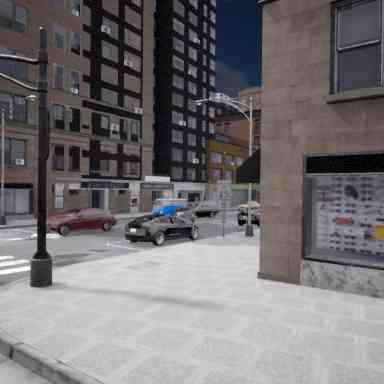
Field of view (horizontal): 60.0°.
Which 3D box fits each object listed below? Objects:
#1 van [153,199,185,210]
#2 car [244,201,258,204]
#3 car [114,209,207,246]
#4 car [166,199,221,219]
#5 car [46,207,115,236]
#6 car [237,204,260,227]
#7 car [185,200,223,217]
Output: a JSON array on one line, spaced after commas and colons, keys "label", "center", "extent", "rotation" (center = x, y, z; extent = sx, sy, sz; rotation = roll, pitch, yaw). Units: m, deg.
[{"label": "van", "center": [-1.905, 1.500, 30.372], "extent": [1.690, 1.788, 3.998], "rotation": [0, 0, 36]}, {"label": "car", "center": [7.617, 1.822, 43.624], "extent": [1.752, 1.417, 4.829], "rotation": [0, 0, 36]}, {"label": "car", "center": [-1.402, 1.763, 16.469], "extent": [1.947, 1.339, 4.313], "rotation": [0, 0, 36]}, {"label": "car", "center": [0.321, 1.689, 29.063], "extent": [2.128, 1.511, 4.902], "rotation": [1, 0, 35]}, {"label": "car", "center": [-6.545, 1.633, 19.506], "extent": [1.812, 1.442, 4.674], "rotation": [1, 0, 37]}, {"label": "car", "center": [5.014, 1.849, 25.396], "extent": [1.947, 1.339, 4.313], "rotation": [0, 0, 36]}, {"label": "car", "center": [1.302, 1.644, 34.835], "extent": [1.967, 1.590, 4.097], "rotation": [0, 0, 36]}]
